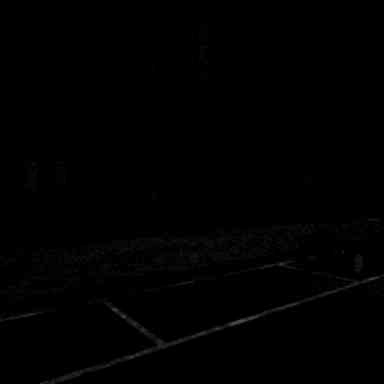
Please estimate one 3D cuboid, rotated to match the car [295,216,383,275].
[{"bbox_3d":[5.006,1.460,10.116,4.507,1.381,1.887,-1,0,-36],"label":"car"}]
